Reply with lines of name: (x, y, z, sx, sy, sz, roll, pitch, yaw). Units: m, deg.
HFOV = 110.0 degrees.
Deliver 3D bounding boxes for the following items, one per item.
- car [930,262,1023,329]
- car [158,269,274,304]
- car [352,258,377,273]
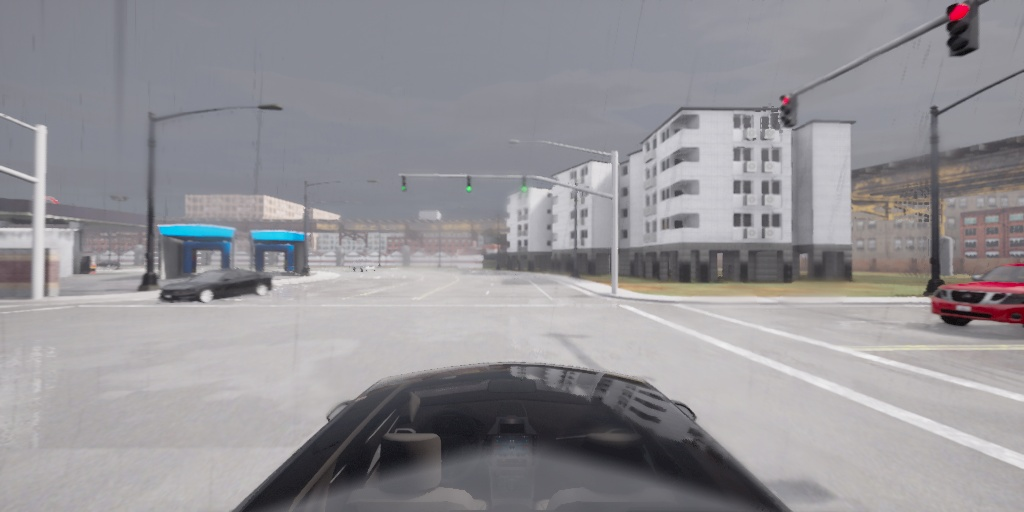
car: (15.801, 1.175, 10.488, 5.566, 2.045, 2.150, 0, -1, -2)
car: (-14.322, 1.439, 17.729, 1.882, 1.535, 5.008, 0, 0, 7)
car: (-22.809, 1.349, 55.276, 2.150, 2.045, 5.566, 1, -1, -42)
